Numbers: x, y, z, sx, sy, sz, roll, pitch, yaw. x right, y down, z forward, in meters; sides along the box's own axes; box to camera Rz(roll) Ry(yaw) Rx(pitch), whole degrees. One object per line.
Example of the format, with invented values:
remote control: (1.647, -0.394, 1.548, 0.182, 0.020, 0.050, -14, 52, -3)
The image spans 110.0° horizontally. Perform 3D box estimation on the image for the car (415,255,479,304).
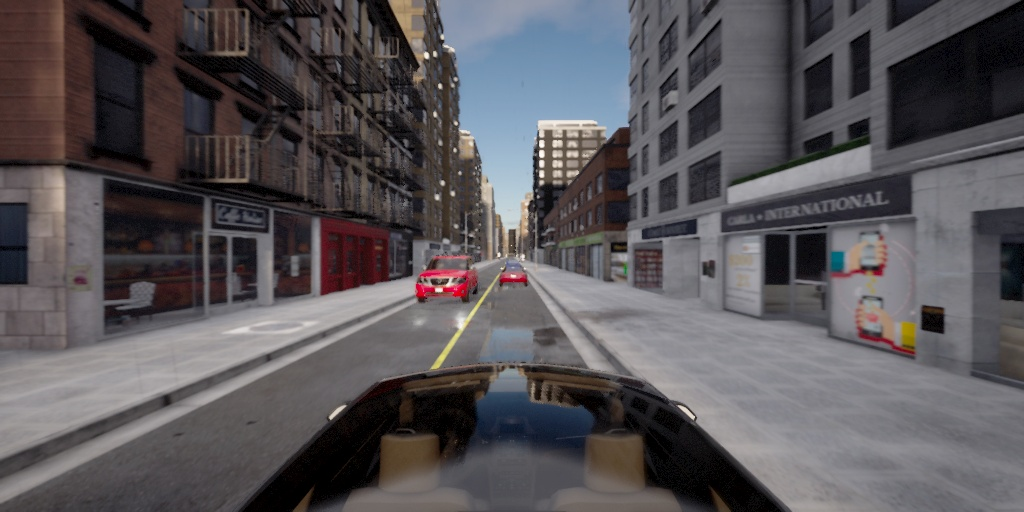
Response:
car: (-2.830, 0.968, 16.807, 2.150, 2.045, 5.566, 0, 0, 1)

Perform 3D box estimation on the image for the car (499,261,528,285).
car: (0.102, 1.312, 25.864, 1.994, 1.385, 4.181, 0, 0, 0)
